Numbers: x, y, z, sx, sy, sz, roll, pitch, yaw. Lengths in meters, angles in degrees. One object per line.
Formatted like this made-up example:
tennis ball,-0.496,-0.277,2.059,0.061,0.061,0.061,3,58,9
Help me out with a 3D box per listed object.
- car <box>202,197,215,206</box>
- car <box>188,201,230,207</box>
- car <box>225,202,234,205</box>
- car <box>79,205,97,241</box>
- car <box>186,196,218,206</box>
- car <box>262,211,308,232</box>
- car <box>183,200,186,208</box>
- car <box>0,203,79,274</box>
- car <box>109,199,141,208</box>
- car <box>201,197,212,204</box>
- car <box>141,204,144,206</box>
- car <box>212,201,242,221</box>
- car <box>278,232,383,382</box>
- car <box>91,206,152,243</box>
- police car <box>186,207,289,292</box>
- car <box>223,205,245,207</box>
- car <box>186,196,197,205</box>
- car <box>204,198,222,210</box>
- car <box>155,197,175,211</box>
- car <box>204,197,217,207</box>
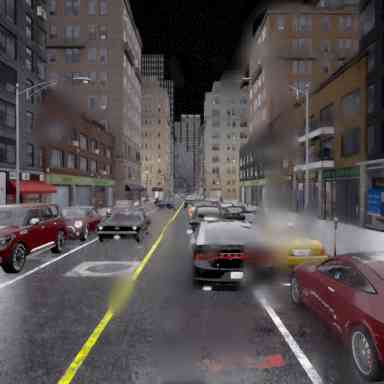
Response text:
car,2.719,1.531,55.443,1.947,1.339,4.313,-1,0,0
car,0.848,1.498,18.978,1.837,1.490,4.892,0,0,0
car,2.801,1.557,21.928,1.947,1.339,4.313,-1,0,0
car,-5.722,1.434,16.319,1.967,1.590,4.097,-1,0,0
car,0.767,1.342,24.940,2.097,1.767,4.553,0,0,-1
car,2.827,1.522,10.926,1.752,1.417,4.829,-1,0,0
car,-0.115,1.479,46.414,1.837,1.490,4.892,0,0,0
car,-5.708,1.311,10.733,2.192,1.841,5.009,-1,0,0
car,-5.752,1.429,27.490,1.967,1.590,4.097,-1,0,0
car,2.705,1.540,61.029,1.802,1.307,4.206,-1,0,0
car,-5.765,1.567,33.076,1.802,1.307,4.206,-1,0,0
car,2.787,1.539,27.514,2.008,1.369,4.403,-1,0,0
car,2.842,1.580,5.170,1.802,1.307,4.206,-1,0,0
car,-3.143,1.595,16.173,1.895,1.301,4.718,0,0,0
police car,0.875,1.422,9.088,1.930,1.638,5.238,0,0,0
car,2.814,1.560,16.342,1.947,1.339,4.313,-1,0,0
car,-0.162,1.437,60.153,1.882,1.535,5.008,0,0,0
car,2.746,1.527,44.271,2.008,1.369,4.403,-1,0,0
car,-3.112,1.580,41.371,1.895,1.301,4.718,0,0,0
car,2.732,1.496,50.027,1.752,1.417,4.829,-1,0,0
